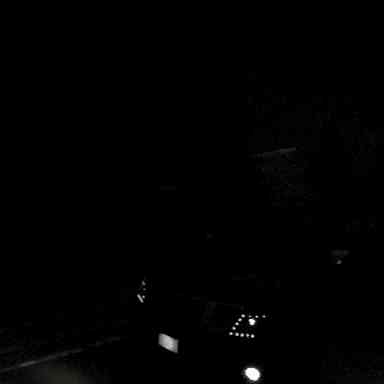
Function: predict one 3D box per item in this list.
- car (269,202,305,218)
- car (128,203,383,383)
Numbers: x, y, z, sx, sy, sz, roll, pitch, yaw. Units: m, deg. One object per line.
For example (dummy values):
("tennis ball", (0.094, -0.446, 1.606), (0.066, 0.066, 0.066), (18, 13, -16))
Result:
("car", (10.534, 1.957, 37.398), (2.128, 1.511, 4.902), (0, -1, -8))
("car", (1.634, 1.292, 5.587), (2.150, 2.045, 5.566), (0, 0, 43))
